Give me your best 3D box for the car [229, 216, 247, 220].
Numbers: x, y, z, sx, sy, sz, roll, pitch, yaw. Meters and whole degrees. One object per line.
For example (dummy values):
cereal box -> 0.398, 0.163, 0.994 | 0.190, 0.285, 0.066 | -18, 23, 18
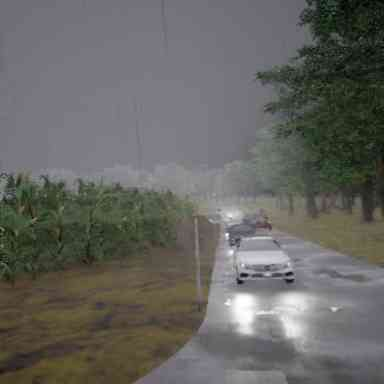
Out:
car -> 4.860, 3.707, 37.635 | 1.812, 1.442, 4.674 | -3, -3, 5

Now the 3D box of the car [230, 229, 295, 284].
car -> 2.527, 2.389, 12.546 | 1.812, 1.442, 4.674 | -3, -4, 5

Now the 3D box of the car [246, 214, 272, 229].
car -> 7.867, 3.447, 38.481 | 2.097, 1.767, 4.553 | -3, -3, 5

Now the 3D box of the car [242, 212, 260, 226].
car -> 8.839, 4.017, 49.928 | 2.097, 1.767, 4.553 | -3, -3, 4

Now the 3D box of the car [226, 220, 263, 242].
car -> 3.568, 3.035, 23.817 | 2.033, 1.411, 5.357 | -3, -3, 5
